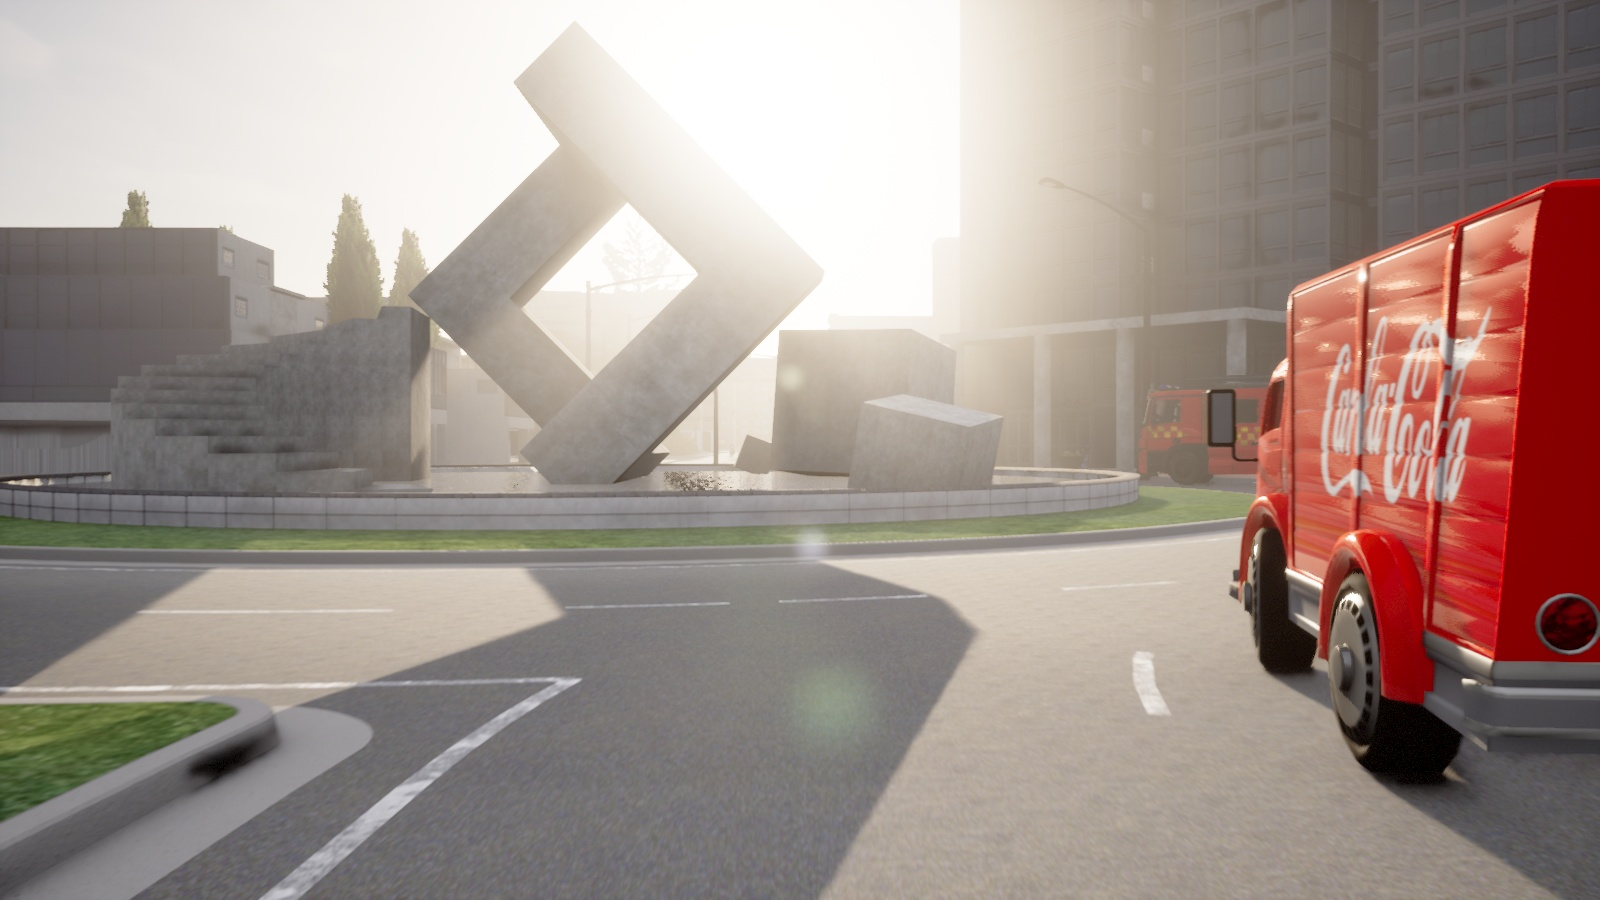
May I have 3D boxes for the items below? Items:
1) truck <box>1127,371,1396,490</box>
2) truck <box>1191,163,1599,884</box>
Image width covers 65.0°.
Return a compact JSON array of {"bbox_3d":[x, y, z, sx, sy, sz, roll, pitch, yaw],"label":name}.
[{"bbox_3d":[16.071,-0.653,43.944,8.468,3.827,2.891,0,0,29],"label":"truck"},{"bbox_3d":[3.926,0.227,6.761,2.627,2.467,5.204,0,0,8],"label":"truck"}]
